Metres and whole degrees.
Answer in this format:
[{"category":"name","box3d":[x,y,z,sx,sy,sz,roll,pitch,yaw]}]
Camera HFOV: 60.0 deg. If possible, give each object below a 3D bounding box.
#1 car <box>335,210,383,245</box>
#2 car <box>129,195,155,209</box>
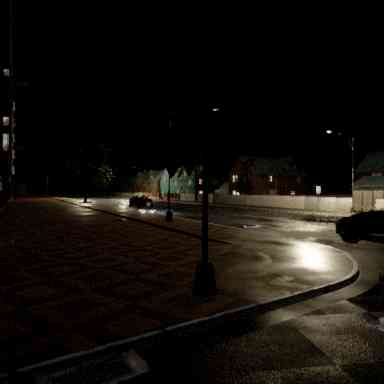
[{"category":"car","box3d":[7.788,1.442,12.801,1.812,1.442,4.674,1,0,-28]},{"category":"car","box3d":[-5.888,1.130,38.604,2.128,1.511,4.902,1,0,-28]}]
